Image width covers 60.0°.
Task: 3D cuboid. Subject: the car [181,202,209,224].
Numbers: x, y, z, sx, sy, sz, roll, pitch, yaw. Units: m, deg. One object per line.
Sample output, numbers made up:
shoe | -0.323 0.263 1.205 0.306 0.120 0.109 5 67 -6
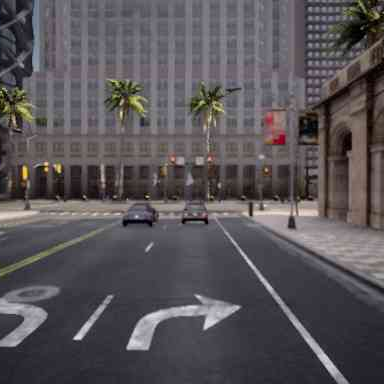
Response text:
car | 0.205 1.437 23.326 2.033 1.411 5.357 0 0 0

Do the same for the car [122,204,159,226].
car | -3.336 1.457 22.192 1.994 1.385 4.181 0 0 1
